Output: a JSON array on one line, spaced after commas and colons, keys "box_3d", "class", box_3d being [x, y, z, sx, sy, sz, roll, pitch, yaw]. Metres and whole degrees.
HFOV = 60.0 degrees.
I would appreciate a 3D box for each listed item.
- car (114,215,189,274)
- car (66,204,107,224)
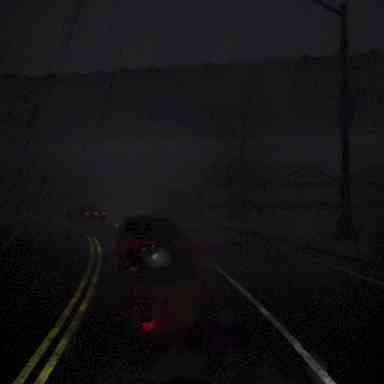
[{"box_3d": [-1.437, 1.458, 10.688, 1.882, 1.535, 5.008, 0, 0, -13], "class": "car"}, {"box_3d": [-8.298, 1.637, 25.942, 2.033, 1.411, 5.357, 1, -1, -34], "class": "car"}]
